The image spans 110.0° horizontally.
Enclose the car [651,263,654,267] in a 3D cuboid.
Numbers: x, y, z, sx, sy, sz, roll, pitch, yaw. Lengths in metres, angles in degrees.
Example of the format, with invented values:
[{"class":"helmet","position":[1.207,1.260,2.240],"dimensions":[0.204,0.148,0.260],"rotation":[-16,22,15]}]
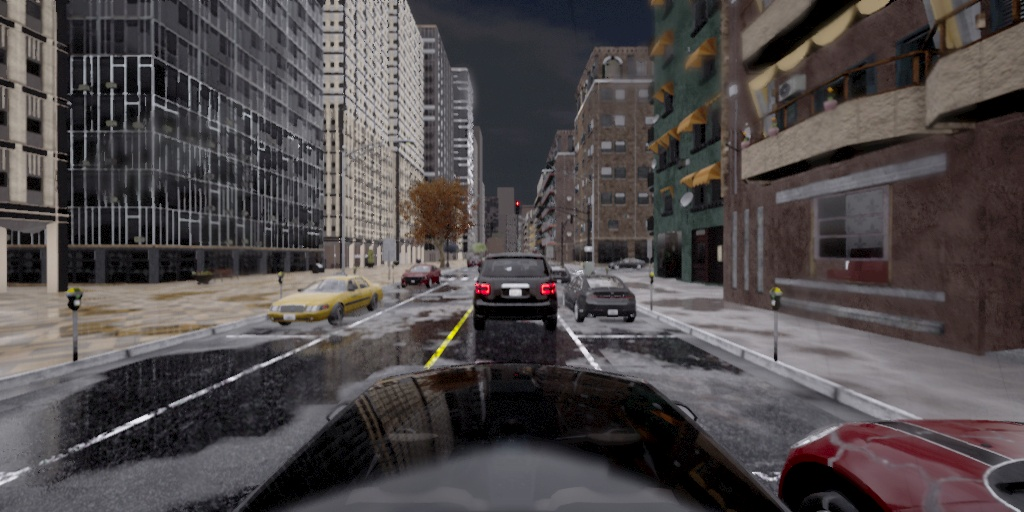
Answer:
[{"class":"car","position":[18.849,0.823,42.269],"dimensions":[4.829,1.417,1.751],"rotation":[0,0,-1]}]

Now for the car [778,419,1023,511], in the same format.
[{"class":"car","position":[2.687,1.194,0.677],"dimensions":[1.967,1.591,4.097],"rotation":[0,0,0]}]

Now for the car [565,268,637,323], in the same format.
[{"class":"car","position":[2.693,1.256,11.742],"dimensions":[2.007,1.370,4.403],"rotation":[0,0,0]}]

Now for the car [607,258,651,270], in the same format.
[{"class":"car","position":[13.452,0.926,42.217],"dimensions":[4.403,1.370,2.007],"rotation":[0,0,-1]}]

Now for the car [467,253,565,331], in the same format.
[{"class":"car","position":[0.094,0.930,11.015],"dimensions":[2.150,2.045,5.566],"rotation":[0,0,0]}]

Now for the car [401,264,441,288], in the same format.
[{"class":"car","position":[-5.683,1.204,22.811],"dimensions":[1.888,1.381,4.507],"rotation":[0,0,0]}]

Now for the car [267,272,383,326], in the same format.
[{"class":"car","position":[-5.688,1.231,11.576],"dimensions":[1.751,1.417,4.829],"rotation":[0,0,0]}]
